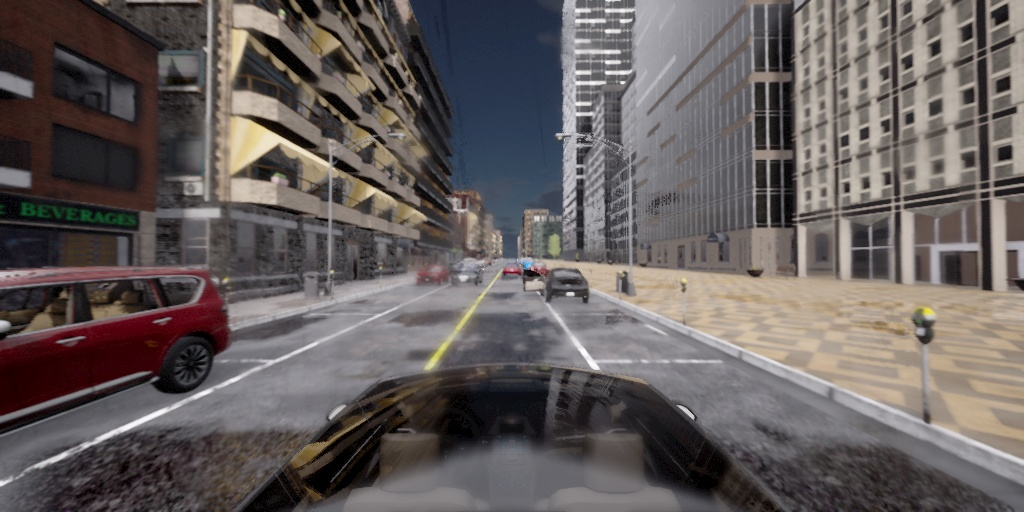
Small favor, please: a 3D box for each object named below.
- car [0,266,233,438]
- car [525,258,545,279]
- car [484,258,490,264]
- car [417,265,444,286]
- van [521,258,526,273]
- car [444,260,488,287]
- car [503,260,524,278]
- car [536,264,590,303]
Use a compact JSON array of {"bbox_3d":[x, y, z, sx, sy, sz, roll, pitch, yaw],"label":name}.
[{"bbox_3d":[-5.690,1.070,3.971,2.192,1.841,5.009,0,0,0],"label":"car"},{"bbox_3d":[2.689,1.269,37.387,1.967,1.591,4.097,0,0,0],"label":"car"},{"bbox_3d":[-5.693,1.445,65.235,2.007,1.370,4.403,0,0,0],"label":"car"},{"bbox_3d":[-5.692,1.349,26.248,1.888,1.381,4.507,0,0,0],"label":"car"},{"bbox_3d":[2.688,1.209,54.096,1.690,1.789,3.998,0,0,0],"label":"van"},{"bbox_3d":[-3.097,1.293,25.416,2.128,1.511,4.902,0,0,0],"label":"car"},{"bbox_3d":[0.026,1.399,39.941,1.994,1.385,4.181,0,0,2],"label":"car"},{"bbox_3d":[2.353,1.288,16.794,1.837,1.490,4.892,0,0,0],"label":"car"}]
